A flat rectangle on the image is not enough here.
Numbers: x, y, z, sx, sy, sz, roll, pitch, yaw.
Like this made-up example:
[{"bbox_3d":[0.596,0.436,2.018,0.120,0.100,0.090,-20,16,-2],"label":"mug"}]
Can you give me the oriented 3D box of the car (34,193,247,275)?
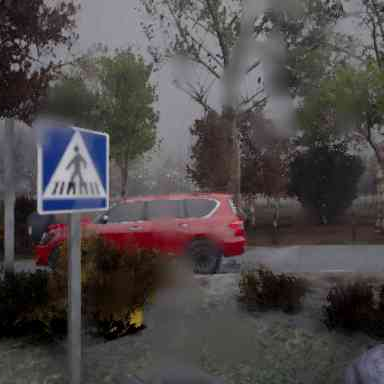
[{"bbox_3d":[-1.302,1.099,9.217,5.566,2.045,2.150,-2,0,-1],"label":"car"}]
